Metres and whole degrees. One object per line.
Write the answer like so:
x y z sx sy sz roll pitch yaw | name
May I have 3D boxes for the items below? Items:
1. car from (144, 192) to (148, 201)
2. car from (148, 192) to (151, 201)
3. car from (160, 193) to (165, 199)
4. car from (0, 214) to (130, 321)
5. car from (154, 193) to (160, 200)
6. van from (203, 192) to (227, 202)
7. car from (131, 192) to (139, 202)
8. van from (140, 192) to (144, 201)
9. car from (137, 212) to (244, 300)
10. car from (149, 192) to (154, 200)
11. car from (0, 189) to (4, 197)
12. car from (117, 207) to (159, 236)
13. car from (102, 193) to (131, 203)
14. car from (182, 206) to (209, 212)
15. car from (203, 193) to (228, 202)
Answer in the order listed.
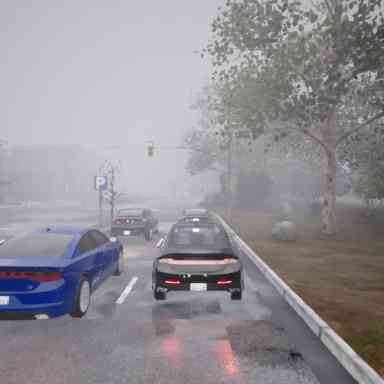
-12.894 1.320 73.690 4.892 1.521 2.231 -1 0 -13 | car
-12.517 1.358 76.684 4.674 1.452 2.002 -1 0 -13 | car
-10.860 1.063 88.672 5.566 2.045 2.435 -1 0 -12 | car
-2.879 1.487 7.501 1.882 1.535 5.008 0 0 0 | car
-11.315 1.355 85.666 4.674 1.452 2.002 -1 0 -12 | car
4.387 1.041 64.301 4.442 1.987 1.878 1 0 -14 | van
-13.695 1.314 64.728 5.366 1.575 1.946 -1 0 -15 | car
-13.127 1.091 70.719 4.442 1.987 1.878 -1 0 -14 | van
0.125 1.502 8.431 2.128 1.511 4.902 0 0 0 | car
-12.140 1.357 79.686 4.674 1.452 2.002 -1 0 -13 | car
-31.080 0.136 52.632 2.002 1.452 4.674 6 -3 -19 | car
-2.810 1.529 16.931 1.837 1.490 4.892 0 0 1 | car
-14.345 1.357 61.737 4.792 1.488 2.163 -1 0 -15 | car
0.201 1.530 17.843 1.837 1.490 4.892 0 0 0 | car
4.775 1.140 67.270 4.553 1.767 2.185 1 0 -14 | car
